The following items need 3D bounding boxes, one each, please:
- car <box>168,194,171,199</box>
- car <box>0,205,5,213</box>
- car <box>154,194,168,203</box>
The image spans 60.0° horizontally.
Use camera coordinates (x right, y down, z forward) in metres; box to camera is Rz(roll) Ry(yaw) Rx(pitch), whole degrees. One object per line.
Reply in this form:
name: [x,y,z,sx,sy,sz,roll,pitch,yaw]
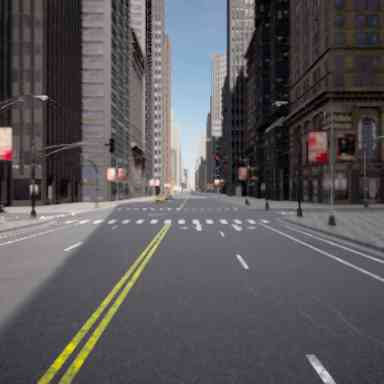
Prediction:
car: [-6.520,1.541,77.135,1.895,1.301,4.718,0,0,0]
car: [-23.992,1.822,38.279,4.507,1.381,1.887,-1,1,0]
car: [-6.518,1.439,67.140,1.882,1.535,5.008,0,0,0]
